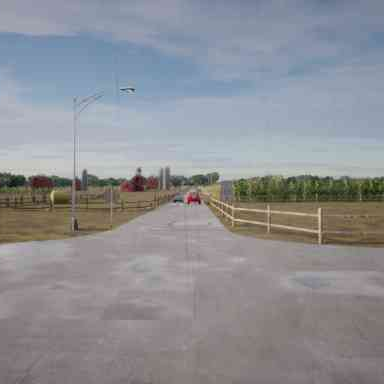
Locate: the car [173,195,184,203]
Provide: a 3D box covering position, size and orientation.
[{"bbox_3d":[-2.377,1.255,59.500,2.033,1.411,5.357,0,0,0],"label":"car"}]

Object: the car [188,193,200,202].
[{"bbox_3d":[0.405,1.047,64.458,2.097,1.767,4.553,0,0,0],"label":"car"}]

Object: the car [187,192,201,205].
[{"bbox_3d":[0.340,0.961,54.097,2.150,2.045,5.566,0,0,0],"label":"car"}]
